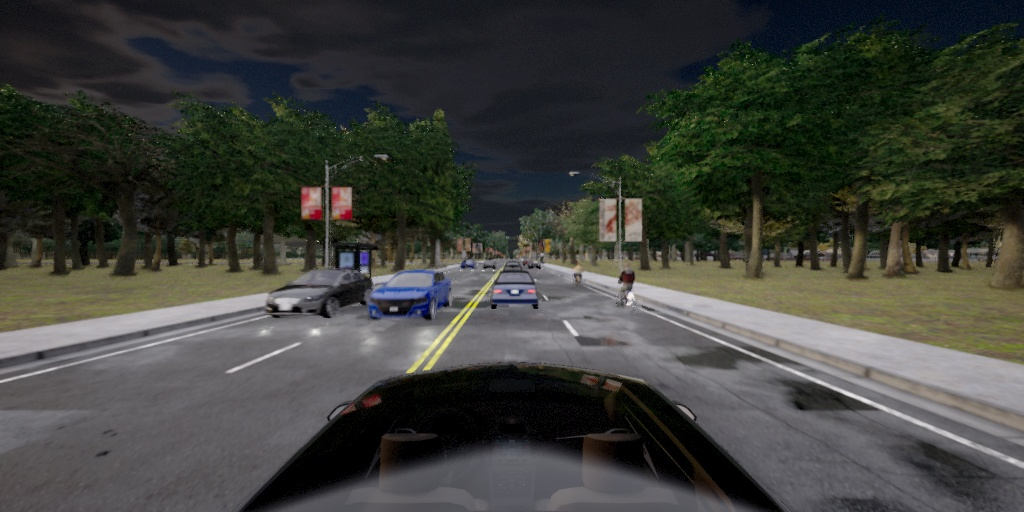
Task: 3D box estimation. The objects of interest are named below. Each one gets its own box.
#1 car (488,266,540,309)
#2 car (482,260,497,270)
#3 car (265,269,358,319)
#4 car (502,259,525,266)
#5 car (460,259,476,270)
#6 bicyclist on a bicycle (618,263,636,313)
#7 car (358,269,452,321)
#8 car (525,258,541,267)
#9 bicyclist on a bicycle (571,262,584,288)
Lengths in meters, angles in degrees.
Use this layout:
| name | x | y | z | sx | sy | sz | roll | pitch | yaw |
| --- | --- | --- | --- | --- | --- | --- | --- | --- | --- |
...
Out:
| name | x | y | z | sx | sy | sz | roll | pitch | yaw |
| --- | --- | --- | --- | --- | --- | --- | --- | --- | --- |
| car | 0.098 | 1.304 | 15.039 | 2.033 | 1.411 | 5.357 | 0 | 0 | 0 |
| car | -3.328 | 1.287 | 53.599 | 1.837 | 1.490 | 4.892 | 0 | 0 | 0 |
| car | -6.602 | 1.247 | 12.901 | 2.128 | 1.511 | 4.902 | 0 | 0 | 0 |
| car | 0.095 | 1.274 | 35.536 | 1.837 | 1.490 | 4.892 | 0 | 0 | 0 |
| car | -6.576 | 1.260 | 54.181 | 1.882 | 1.535 | 5.008 | 0 | 0 | 0 |
| bicyclist on a bicycle | 4.142 | 1.126 | 13.069 | 0.659 | 1.776 | 1.843 | 0 | 0 | 0 |
| car | -3.352 | 1.233 | 12.668 | 1.882 | 1.535 | 5.008 | 0 | 0 | 0 |
| car | 3.343 | 1.384 | 55.484 | 1.895 | 1.301 | 4.718 | 0 | 0 | 0 |
| bicyclist on a bicycle | 4.159 | 1.197 | 22.587 | 0.866 | 1.612 | 1.509 | 0 | 0 | 0 |
